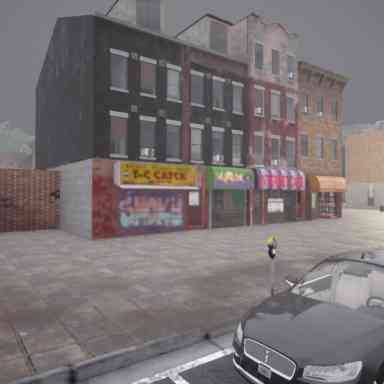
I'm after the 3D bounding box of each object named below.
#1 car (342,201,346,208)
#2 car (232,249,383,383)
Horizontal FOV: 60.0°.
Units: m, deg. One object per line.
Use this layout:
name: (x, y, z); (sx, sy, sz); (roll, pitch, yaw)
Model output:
car: (16.963, 1.362, 42.077); (2.128, 1.511, 4.902); (0, 0, -36)
car: (2.504, 1.552, 4.585); (4.403, 1.369, 2.008); (0, 0, -35)
